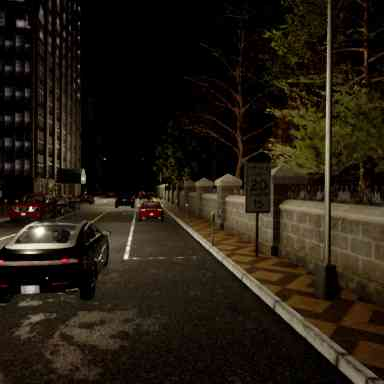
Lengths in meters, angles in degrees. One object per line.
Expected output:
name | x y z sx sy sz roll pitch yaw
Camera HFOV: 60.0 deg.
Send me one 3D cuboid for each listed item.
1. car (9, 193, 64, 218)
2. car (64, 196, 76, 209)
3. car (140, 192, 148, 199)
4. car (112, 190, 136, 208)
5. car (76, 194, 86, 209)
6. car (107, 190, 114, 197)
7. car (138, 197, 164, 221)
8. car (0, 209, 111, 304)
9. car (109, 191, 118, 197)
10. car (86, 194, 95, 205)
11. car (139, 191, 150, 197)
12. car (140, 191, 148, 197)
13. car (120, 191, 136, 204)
car | -10.785 1.022 22.984 2.192 1.841 5.009 0 1 -9
car | -11.628 1.197 28.449 2.008 1.369 4.403 0 1 -9
car | -10.592 0.727 73.518 1.752 1.417 4.829 0 1 -9
car | -7.802 0.930 38.908 2.097 1.767 4.553 0 1 -8
car | -12.469 1.136 33.912 2.008 1.369 4.403 0 1 -9
car | -20.035 0.330 83.074 2.192 1.841 5.009 0 1 -9
car | -2.999 1.311 24.186 1.887 1.381 4.507 0 1 -9
car | -3.104 1.410 8.025 2.128 1.511 4.902 0 1 -9
car | -20.878 0.515 88.540 1.947 1.339 4.313 0 1 -9
car | -14.125 0.988 44.668 1.752 1.417 4.829 0 1 -9
car | -8.883 0.646 62.422 2.192 1.841 5.009 0 1 -9
car | -12.247 0.514 84.275 1.967 1.590 4.097 0 1 -9
car | -9.350 0.819 48.601 2.097 1.767 4.553 0 1 -9
